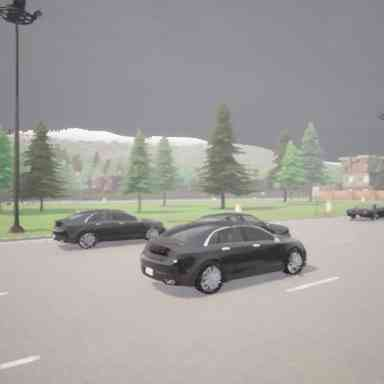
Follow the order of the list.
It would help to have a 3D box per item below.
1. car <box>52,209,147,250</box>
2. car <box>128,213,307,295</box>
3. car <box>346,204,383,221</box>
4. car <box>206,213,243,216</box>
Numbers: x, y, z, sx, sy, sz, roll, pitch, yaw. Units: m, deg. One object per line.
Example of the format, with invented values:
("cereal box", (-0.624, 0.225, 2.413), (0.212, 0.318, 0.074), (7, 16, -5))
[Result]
("car", (-3.473, 1.508, 14.541), (4.892, 1.490, 1.837), (0, 0, -35))
("car", (1.029, 1.508, 8.778), (4.892, 1.490, 1.837), (0, 0, -35))
("car", (14.896, 1.616, 27.486), (4.718, 1.301, 1.895), (0, 0, -35))
("car", (1.685, 1.553, 13.541), (5.357, 1.411, 2.033), (0, 0, -35))
